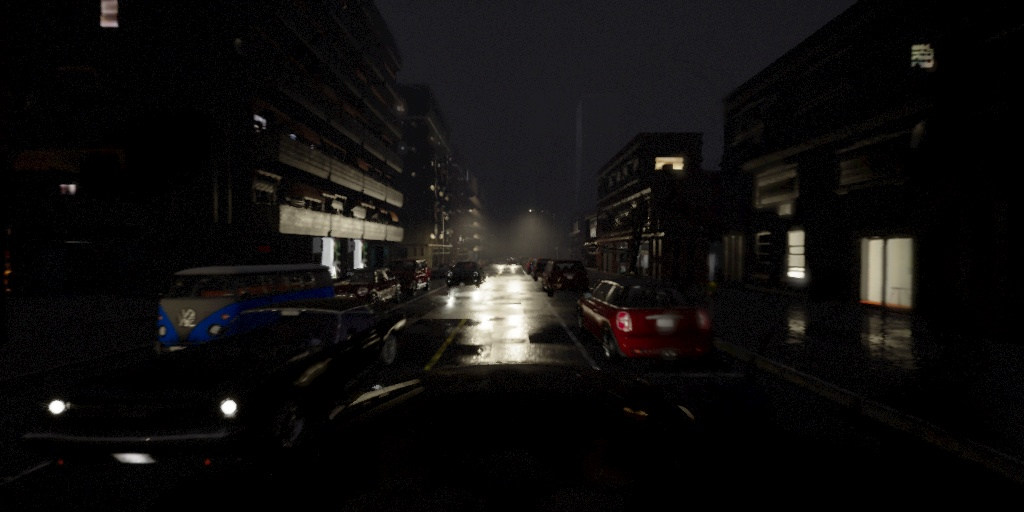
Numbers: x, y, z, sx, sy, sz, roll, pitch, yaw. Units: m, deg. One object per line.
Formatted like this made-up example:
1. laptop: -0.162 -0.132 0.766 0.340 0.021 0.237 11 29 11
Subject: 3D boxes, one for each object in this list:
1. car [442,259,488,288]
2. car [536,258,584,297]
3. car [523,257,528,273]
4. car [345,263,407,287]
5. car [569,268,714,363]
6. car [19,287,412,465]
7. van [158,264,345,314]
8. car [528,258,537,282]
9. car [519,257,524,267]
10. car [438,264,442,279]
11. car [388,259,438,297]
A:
1. car: -3.018 1.123 24.063 2.097 1.767 4.553 0 0 1
2. car: 2.709 1.088 19.015 2.192 1.841 5.009 0 0 0
3. car: 2.737 1.111 40.644 2.192 1.841 5.009 0 0 0
4. car: -5.679 1.197 13.626 1.967 1.591 4.097 0 0 0
5. car: 2.694 1.200 8.200 1.967 1.591 4.097 0 0 0
6. car: -3.097 1.351 5.145 1.895 1.301 4.718 0 0 0
7. van: -5.687 1.091 8.219 1.690 1.789 3.998 0 0 0
8. car: 2.723 1.100 29.829 2.192 1.841 5.009 0 0 0
9. car: 2.765 1.377 61.774 2.007 1.370 4.403 0 0 0
10. car: -5.658 1.326 29.848 2.007 1.370 4.403 0 0 0
11. car: -5.672 1.078 19.033 2.192 1.841 5.009 0 0 0
